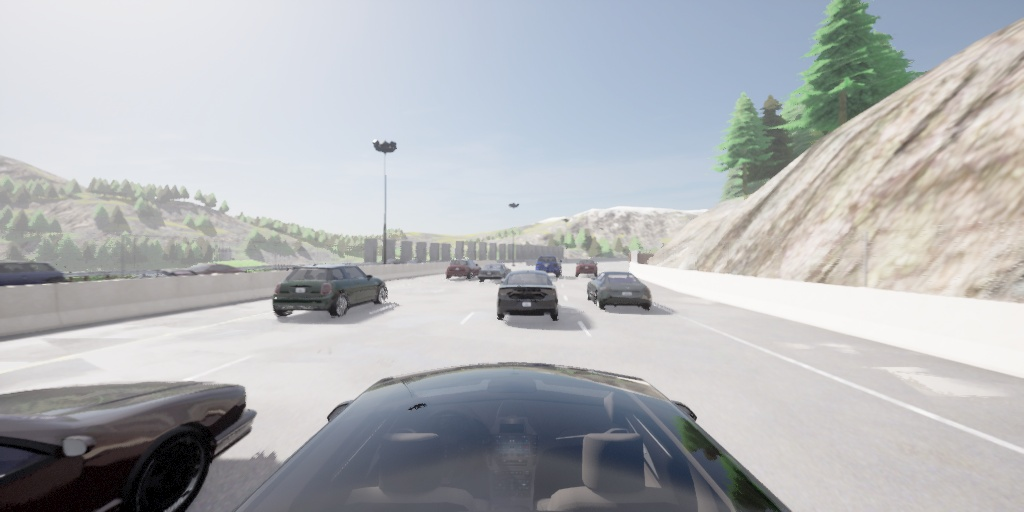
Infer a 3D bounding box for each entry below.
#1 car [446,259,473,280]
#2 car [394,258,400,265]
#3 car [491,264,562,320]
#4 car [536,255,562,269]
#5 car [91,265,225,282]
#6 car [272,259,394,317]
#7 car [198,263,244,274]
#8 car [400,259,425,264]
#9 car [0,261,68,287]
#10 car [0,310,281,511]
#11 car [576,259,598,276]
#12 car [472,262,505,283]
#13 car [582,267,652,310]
[{"bbox_3d":[-4.118,1.066,31.357,2.097,1.767,4.553,0,0,10],"label":"car"},{"bbox_3d":[-19.352,1.145,58.233,2.128,1.511,4.902,0,0,17],"label":"car"},{"bbox_3d":[0.589,1.219,12.670,1.882,1.535,5.008,0,0,4],"label":"car"},{"bbox_3d":[3.562,0.952,34.426,2.150,2.045,5.566,0,0,11],"label":"car"},{"bbox_3d":[-16.814,1.297,17.152,1.895,1.301,4.718,0,0,5],"label":"car"},{"bbox_3d":[-6.376,1.077,13.165,2.097,1.767,4.553,0,0,4],"label":"car"},{"bbox_3d":[-19.673,1.210,23.142,1.812,1.442,4.674,0,0,7],"label":"car"},{"bbox_3d":[-15.721,1.227,58.154,1.994,1.385,4.181,0,0,18],"label":"car"},{"bbox_3d":[-23.878,1.032,16.362,2.097,1.767,4.553,0,0,5],"label":"car"},{"bbox_3d":[-3.384,1.290,1.005,2.033,1.411,5.357,0,0,-1],"label":"car"},{"bbox_3d":[7.546,1.090,36.150,2.097,1.767,4.553,0,0,12],"label":"car"},{"bbox_3d":[-1.220,1.272,27.770,2.033,1.411,5.357,0,0,9],"label":"car"},{"bbox_3d":[4.266,1.313,14.818,1.994,1.385,4.181,0,0,4],"label":"car"}]
